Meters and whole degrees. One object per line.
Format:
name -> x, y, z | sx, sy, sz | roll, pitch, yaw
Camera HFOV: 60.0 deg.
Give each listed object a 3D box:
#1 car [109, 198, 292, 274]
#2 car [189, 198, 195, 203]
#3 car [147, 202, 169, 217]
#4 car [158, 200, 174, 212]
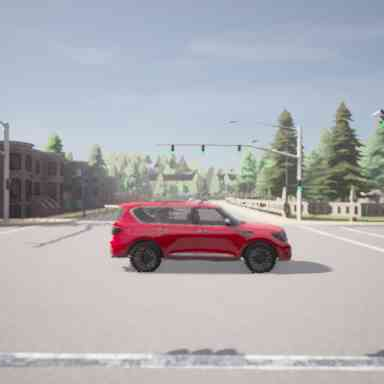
car -> 0.222, 1.329, 10.553 | 5.566, 2.045, 2.150 | 0, -1, 2
car -> -0.025, 2.325, 93.783 | 1.812, 1.442, 4.674 | 0, -1, 0
car -> -3.605, 1.843, 35.947 | 1.837, 1.490, 4.892 | 0, -1, 0
car -> -3.579, 1.940, 46.316 | 1.837, 1.490, 4.892 | 0, -1, 0
